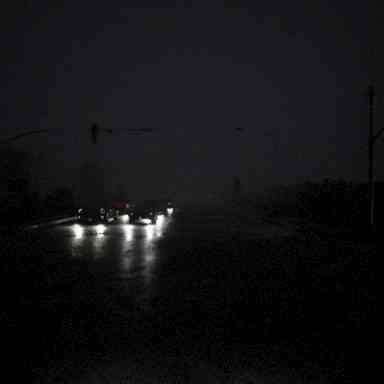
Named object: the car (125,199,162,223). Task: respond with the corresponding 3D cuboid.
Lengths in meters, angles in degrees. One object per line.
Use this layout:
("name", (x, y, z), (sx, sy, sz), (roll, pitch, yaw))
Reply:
("car", (-3.588, 1.510, 25.397), (1.812, 1.442, 4.674), (0, 0, -1))

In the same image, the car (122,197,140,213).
("car", (-7.092, 1.331, 34.318), (2.097, 1.767, 4.553), (0, 0, 0))

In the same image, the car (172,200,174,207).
("car", (-3.562, 1.477, 46.303), (1.837, 1.490, 4.892), (0, 0, 0))

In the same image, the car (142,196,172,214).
("car", (-3.592, 1.470, 34.550), (2.128, 1.511, 4.902), (0, 0, 0))

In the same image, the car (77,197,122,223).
("car", (-7.094, 1.336, 25.391), (2.097, 1.767, 4.553), (0, 0, 0))
